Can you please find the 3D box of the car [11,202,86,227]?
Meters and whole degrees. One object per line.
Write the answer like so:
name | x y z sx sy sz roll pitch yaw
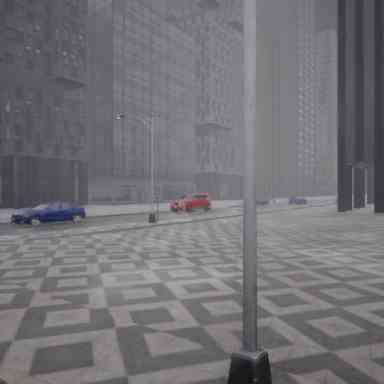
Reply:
car | -9.790 1.456 23.048 1.882 1.535 5.008 0 0 36

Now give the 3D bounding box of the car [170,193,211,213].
car | -0.037 1.173 36.376 2.150 2.045 5.566 0 1 36

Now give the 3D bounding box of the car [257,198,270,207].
car | 10.000 1.543 49.941 1.895 1.301 4.718 0 0 36

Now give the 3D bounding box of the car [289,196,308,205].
car | 17.618 1.401 55.102 1.882 1.535 5.008 0 0 36
